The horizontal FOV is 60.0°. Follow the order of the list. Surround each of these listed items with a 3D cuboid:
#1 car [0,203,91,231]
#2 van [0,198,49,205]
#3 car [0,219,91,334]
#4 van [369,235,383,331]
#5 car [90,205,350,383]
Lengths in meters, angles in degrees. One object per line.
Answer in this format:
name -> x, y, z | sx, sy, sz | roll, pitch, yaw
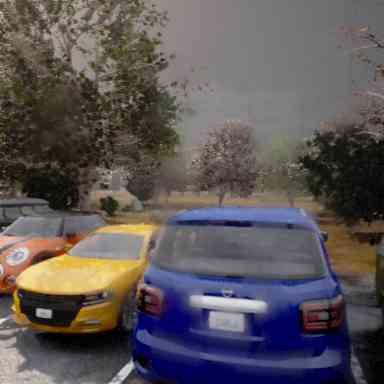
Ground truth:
car -> -3.814, 1.326, 8.838 | 2.185, 1.767, 4.553 | 1, 0, 16
van -> -6.208, 1.211, 10.643 | 1.878, 1.987, 4.442 | 0, -1, 16
car -> -1.406, 1.465, 7.092 | 2.097, 1.535, 5.008 | 1, 0, 15
van -> 3.431, 1.263, 3.762 | 1.878, 1.987, 4.442 | 0, -1, 16
car -> 1.005, 1.226, 5.399 | 2.435, 2.045, 5.566 | 0, -1, 15
